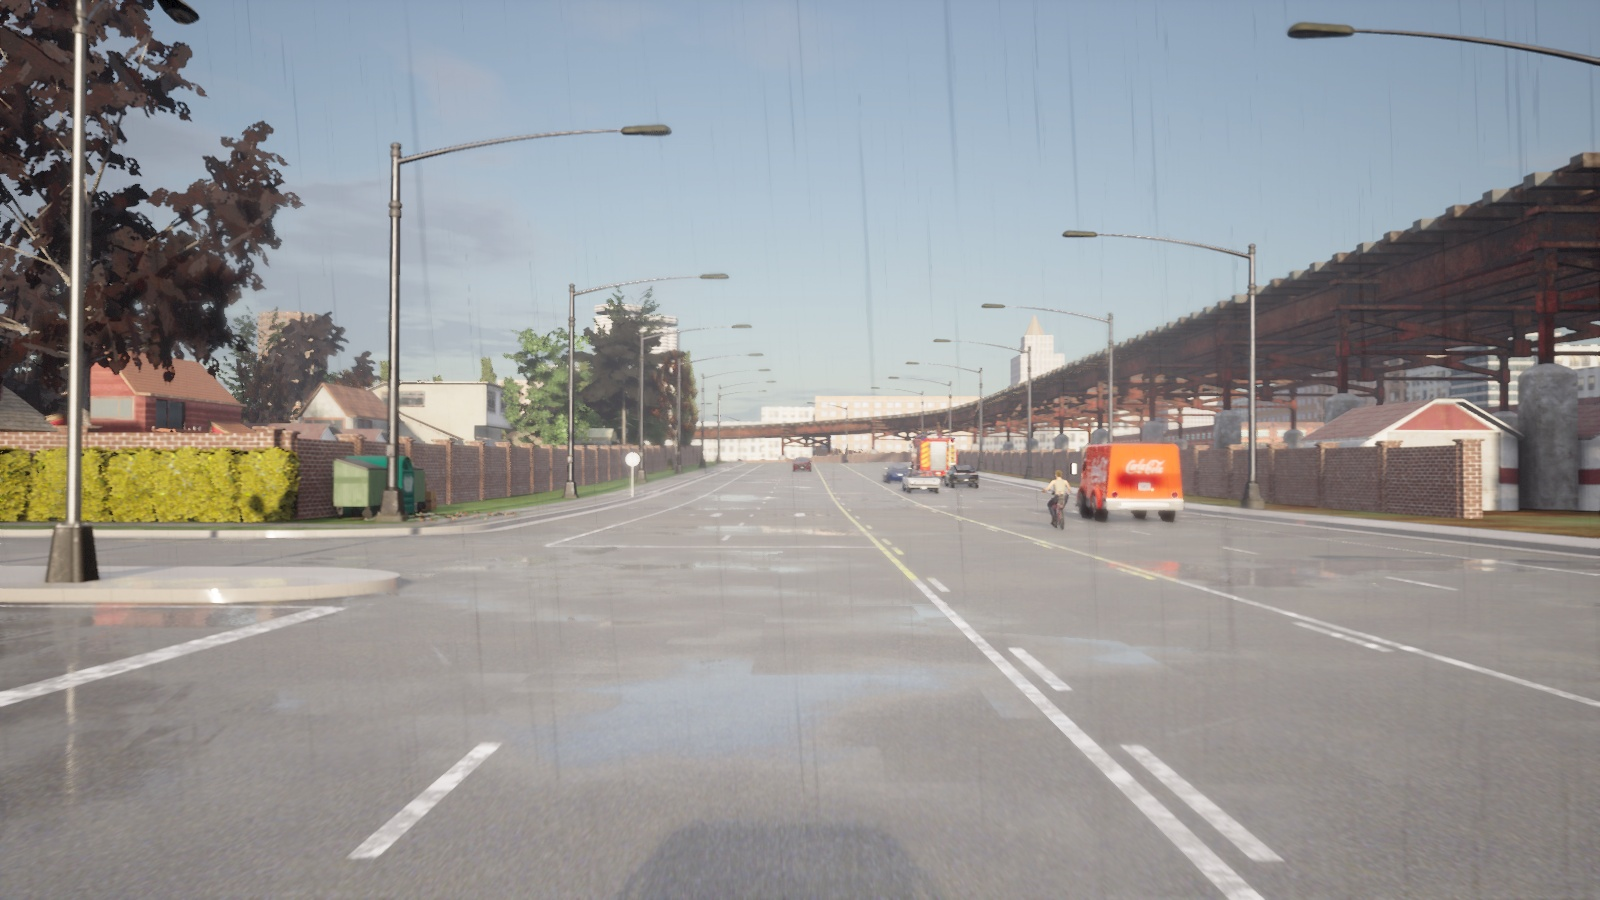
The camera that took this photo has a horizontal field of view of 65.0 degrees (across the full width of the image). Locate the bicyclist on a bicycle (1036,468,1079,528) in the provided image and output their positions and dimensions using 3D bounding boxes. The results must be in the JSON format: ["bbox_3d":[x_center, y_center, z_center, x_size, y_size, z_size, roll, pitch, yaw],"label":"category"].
[{"bbox_3d":[7.044,1.299,34.432,0.866,1.612,1.509,0,-1,0],"label":"bicyclist on a bicycle"}]

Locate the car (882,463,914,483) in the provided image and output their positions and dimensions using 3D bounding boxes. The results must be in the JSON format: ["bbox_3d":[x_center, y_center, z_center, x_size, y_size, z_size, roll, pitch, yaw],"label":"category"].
[{"bbox_3d":[7.128,1.670,91.450,1.994,1.385,4.181,0,0,0],"label":"car"}]

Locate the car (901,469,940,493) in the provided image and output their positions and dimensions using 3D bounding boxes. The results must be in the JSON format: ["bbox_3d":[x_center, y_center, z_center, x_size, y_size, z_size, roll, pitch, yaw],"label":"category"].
[{"bbox_3d":[7.105,1.799,74.374,1.895,1.301,4.718,0,0,0],"label":"car"}]

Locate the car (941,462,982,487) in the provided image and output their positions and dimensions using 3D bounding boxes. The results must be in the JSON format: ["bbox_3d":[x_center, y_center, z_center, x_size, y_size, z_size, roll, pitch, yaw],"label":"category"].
[{"bbox_3d":[10.616,1.595,82.908,2.128,1.511,4.902,0,0,0],"label":"car"}]

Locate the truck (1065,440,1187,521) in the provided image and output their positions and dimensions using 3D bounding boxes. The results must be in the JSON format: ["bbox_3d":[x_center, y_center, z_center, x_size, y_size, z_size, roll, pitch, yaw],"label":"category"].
[{"bbox_3d":[10.557,0.974,41.133,2.627,2.467,5.204,0,-1,0],"label":"truck"}]
